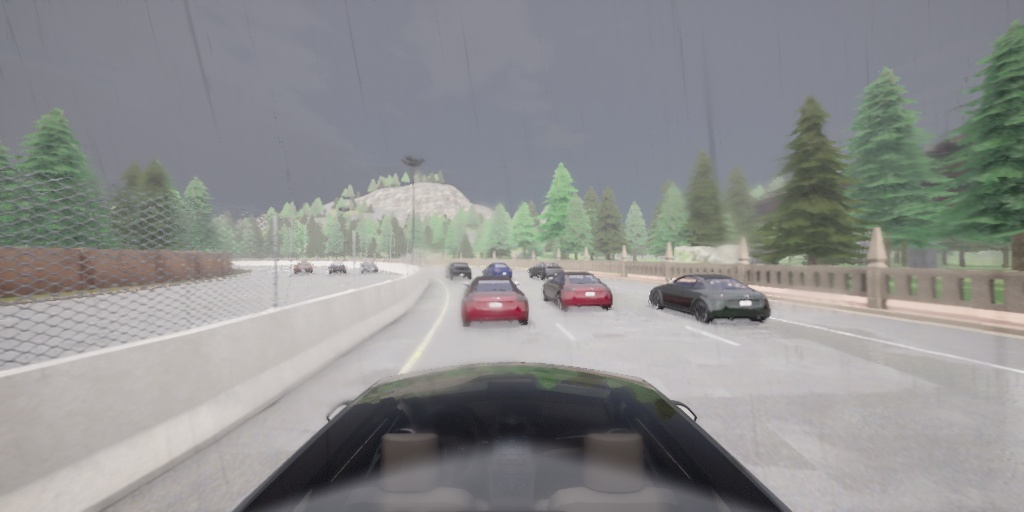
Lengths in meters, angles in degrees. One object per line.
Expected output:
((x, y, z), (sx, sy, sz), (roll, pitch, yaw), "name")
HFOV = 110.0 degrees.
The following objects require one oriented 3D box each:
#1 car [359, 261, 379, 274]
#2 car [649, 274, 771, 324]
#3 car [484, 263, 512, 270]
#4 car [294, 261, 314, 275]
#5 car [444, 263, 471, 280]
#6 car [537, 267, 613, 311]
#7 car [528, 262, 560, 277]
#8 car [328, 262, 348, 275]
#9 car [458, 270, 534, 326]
((-17.752, 1.404, 44.492), (1.812, 1.442, 4.674), (0, 0, -27), "car")
((6.363, 1.301, 12.048), (1.994, 1.385, 4.181), (0, 0, -5), "car")
((-1.284, 1.320, 32.115), (1.812, 1.442, 4.674), (0, 0, -17), "car")
((-24.696, 1.382, 42.648), (1.882, 1.535, 5.008), (0, 0, -28), "car")
((-4.777, 1.313, 31.642), (1.837, 1.490, 4.892), (0, 0, -17), "car")
((2.524, 1.320, 14.673), (1.994, 1.385, 4.181), (0, 0, -7), "car")
((2.822, 1.267, 30.553), (2.128, 1.511, 4.902), (0, 0, -16), "car")
((-20.528, 1.435, 42.296), (2.033, 1.411, 5.357), (0, 0, -27), "car")
((-0.640, 1.330, 11.854), (1.994, 1.385, 4.181), (0, 0, -6), "car")
